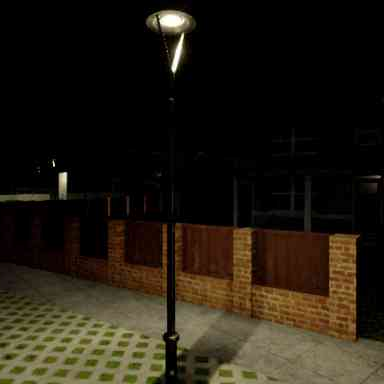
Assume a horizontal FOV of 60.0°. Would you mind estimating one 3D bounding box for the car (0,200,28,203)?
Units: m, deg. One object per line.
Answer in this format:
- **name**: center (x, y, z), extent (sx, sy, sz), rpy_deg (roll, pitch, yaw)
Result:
- **car**: center (-12.295, 1.260, 22.879), extent (2.033, 1.411, 5.357), rpy_deg (1, 2, 39)
